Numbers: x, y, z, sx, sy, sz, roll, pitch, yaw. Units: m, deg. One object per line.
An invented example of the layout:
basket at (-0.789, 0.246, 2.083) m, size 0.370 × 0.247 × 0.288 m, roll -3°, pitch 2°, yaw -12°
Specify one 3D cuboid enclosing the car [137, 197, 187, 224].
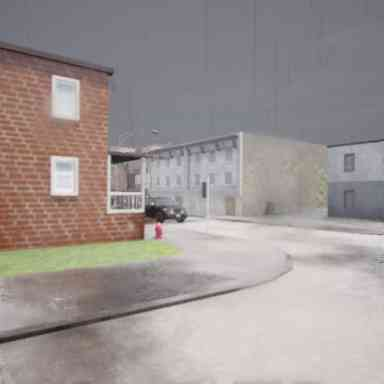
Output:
car at (-2.612, 1.400, 26.821) m, size 2.150 × 2.045 × 5.566 m, roll 1°, pitch -1°, yaw -35°
